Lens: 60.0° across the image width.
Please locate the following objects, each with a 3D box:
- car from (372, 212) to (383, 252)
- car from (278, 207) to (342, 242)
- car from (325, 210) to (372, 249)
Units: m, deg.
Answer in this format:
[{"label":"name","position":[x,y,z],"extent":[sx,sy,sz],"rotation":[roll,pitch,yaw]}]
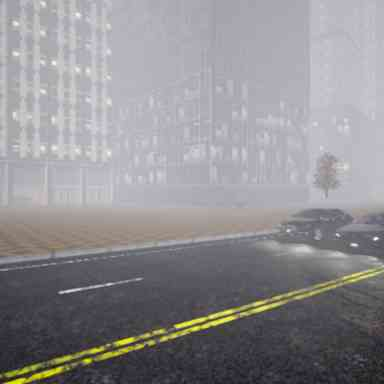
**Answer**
[{"label":"car","position":[7.299,1.228,8.922],"extent":[5.566,2.045,2.150],"rotation":[0,0,-37]},{"label":"car","position":[6.278,1.519,16.615],"extent":[4.892,1.490,1.837],"rotation":[0,0,-38]},{"label":"car","position":[8.053,1.559,13.856],"extent":[5.357,1.411,2.033],"rotation":[0,0,-38]}]
